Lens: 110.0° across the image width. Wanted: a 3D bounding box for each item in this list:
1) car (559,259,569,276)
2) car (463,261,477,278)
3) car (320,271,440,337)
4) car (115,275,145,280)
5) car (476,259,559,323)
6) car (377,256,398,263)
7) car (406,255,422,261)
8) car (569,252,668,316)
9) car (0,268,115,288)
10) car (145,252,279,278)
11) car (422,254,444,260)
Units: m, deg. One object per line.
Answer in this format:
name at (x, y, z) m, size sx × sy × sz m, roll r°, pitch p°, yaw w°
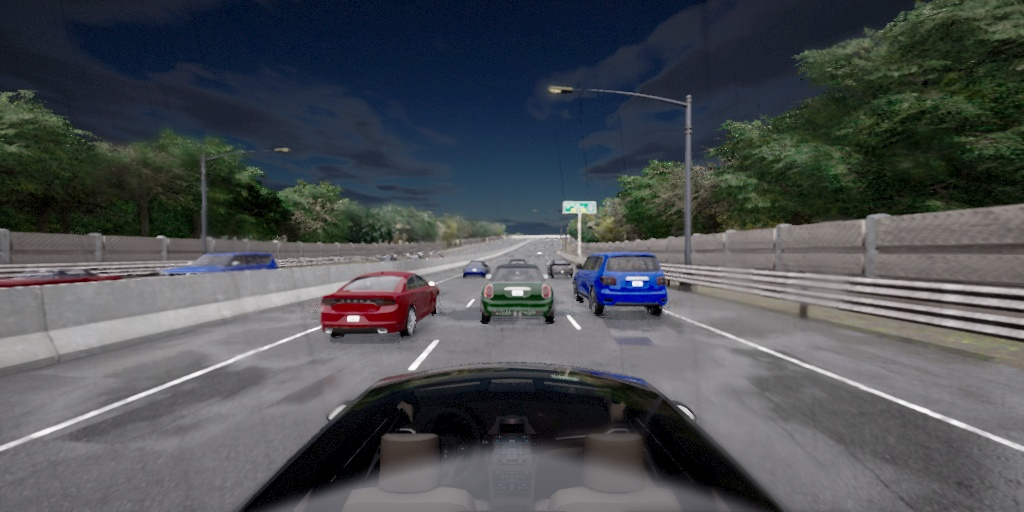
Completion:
car at (3.996, 1.015, 30.246) m, size 2.128 × 1.511 × 4.902 m, roll 0°, pitch 0°, yaw 1°
car at (-2.989, 1.078, 30.899) m, size 1.994 × 1.385 × 4.181 m, roll 0°, pitch 0°, yaw 1°
car at (-3.348, 1.160, 10.078) m, size 1.882 × 1.535 × 5.008 m, roll 0°, pitch 0°, yaw 0°
car at (-17.439, 1.169, 18.884) m, size 1.994 × 1.385 × 4.181 m, roll 0°, pitch 0°, yaw 1°
car at (0.172, 1.019, 11.931) m, size 2.097 × 1.767 × 4.553 m, roll 0°, pitch 0°, yaw 1°
car at (-19.704, 0.690, 56.884) m, size 1.994 × 1.385 × 4.181 m, roll 0°, pitch 1°, yaw 3°
car at (-16.060, 0.591, 59.689) m, size 1.812 × 1.442 × 4.674 m, roll 0°, pitch 1°, yaw 3°
car at (3.679, 0.881, 13.121) m, size 2.150 × 2.045 × 5.566 m, roll 0°, pitch 0°, yaw 1°
car at (-20.984, 1.228, 16.155) m, size 1.895 × 1.301 × 4.718 m, roll 0°, pitch 0°, yaw 1°
car at (-13.964, 0.839, 17.597) m, size 2.150 × 2.045 × 5.566 m, roll 0°, pitch 0°, yaw 1°
car at (-12.587, 0.434, 58.957) m, size 2.097 × 1.767 × 4.553 m, roll 0°, pitch 1°, yaw 3°
